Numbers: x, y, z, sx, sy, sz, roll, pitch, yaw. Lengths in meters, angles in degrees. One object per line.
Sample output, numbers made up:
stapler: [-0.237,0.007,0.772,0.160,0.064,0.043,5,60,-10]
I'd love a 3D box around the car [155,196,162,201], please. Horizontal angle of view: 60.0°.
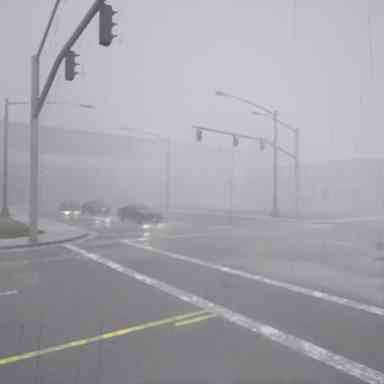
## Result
car: [-9.522,1.875,94.704,1.853,1.218,4.536,1,0,-5]

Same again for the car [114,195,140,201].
car: [-13.824,1.570,68.320,2.150,2.045,5.566,0,0,29]

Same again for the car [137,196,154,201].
car: [-13.295,1.836,94.610,4.536,1.218,1.853,0,0,25]

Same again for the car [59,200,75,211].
car: [-15.972,1.710,43.328,1.994,1.385,4.181,1,0,-32]

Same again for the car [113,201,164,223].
car: [-4.379,1.696,27.201,2.033,1.411,5.357,1,-1,-37]

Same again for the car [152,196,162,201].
car: [-9.519,2.032,94.652,2.038,1.542,4.974,1,0,-5]

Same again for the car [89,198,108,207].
car: [-16.509,1.777,58.750,1.812,1.442,4.674,1,0,3]

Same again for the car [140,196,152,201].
car: [-13.249,1.994,94.587,4.974,1.542,2.038,0,0,25]

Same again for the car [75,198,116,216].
car: [-10.256,1.638,35.184,2.128,1.511,4.902,1,0,-36]
